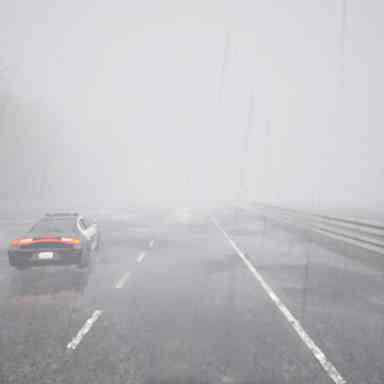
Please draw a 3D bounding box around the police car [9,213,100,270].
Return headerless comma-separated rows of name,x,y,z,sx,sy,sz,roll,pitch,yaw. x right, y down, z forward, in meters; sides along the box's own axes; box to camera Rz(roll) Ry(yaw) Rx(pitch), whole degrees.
police car,-4.271,1.485,11.190,2.038,1.542,4.974,0,0,-10
